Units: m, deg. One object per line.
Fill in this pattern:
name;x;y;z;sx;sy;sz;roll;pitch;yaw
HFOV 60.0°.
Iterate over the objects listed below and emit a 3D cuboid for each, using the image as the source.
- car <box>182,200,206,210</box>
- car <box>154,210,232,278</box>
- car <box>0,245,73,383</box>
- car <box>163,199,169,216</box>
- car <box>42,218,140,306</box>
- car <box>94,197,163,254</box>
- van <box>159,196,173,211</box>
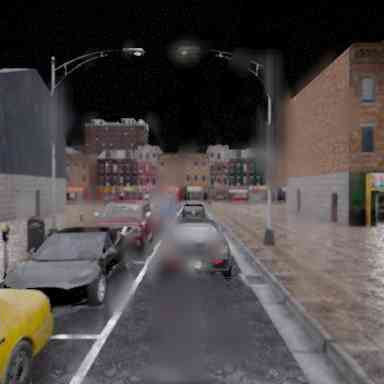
car;0.144;1.426;28.914;2.128;1.511;4.902;0;0;0
car;0.102;1.501;9.909;1.812;1.442;4.674;0;0;0
car;-2.640;1.519;2.372;1.752;1.417;4.829;0;0;0
car;-2.612;1.395;18.823;1.967;1.590;4.097;0;0;0
car;-2.630;1.546;7.969;1.947;1.339;4.313;0;0;0
car;-2.623;1.282;13.395;2.192;1.841;5.009;0;0;0
van;-2.594;1.275;29.677;1.690;1.788;3.998;-1;0;0
